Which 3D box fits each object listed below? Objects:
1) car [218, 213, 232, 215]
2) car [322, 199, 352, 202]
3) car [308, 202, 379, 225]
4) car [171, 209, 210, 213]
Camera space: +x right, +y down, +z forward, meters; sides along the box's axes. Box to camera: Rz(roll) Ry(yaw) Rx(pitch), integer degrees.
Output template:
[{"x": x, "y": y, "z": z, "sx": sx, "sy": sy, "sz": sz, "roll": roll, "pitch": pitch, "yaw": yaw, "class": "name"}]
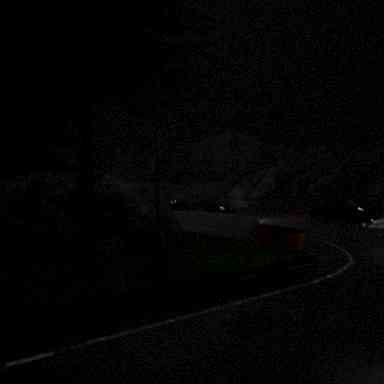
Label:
[{"x": 2.244, "y": 1.445, "z": 31.821, "sx": 2.097, "sy": 1.767, "sz": 4.553, "roll": 0, "pitch": 0, "yaw": -36, "class": "car"}, {"x": 13.107, "y": 1.410, "z": 28.793, "sx": 2.097, "sy": 1.767, "sz": 4.553, "roll": 0, "pitch": 0, "yaw": -36, "class": "car"}, {"x": 11.396, "y": 1.677, "z": 25.198, "sx": 1.895, "sy": 1.301, "sz": 4.718, "roll": 0, "pitch": 0, "yaw": -36, "class": "car"}, {"x": -0.401, "y": 1.616, "z": 29.508, "sx": 1.837, "sy": 1.490, "sz": 4.892, "roll": 0, "pitch": 0, "yaw": -36, "class": "car"}]
